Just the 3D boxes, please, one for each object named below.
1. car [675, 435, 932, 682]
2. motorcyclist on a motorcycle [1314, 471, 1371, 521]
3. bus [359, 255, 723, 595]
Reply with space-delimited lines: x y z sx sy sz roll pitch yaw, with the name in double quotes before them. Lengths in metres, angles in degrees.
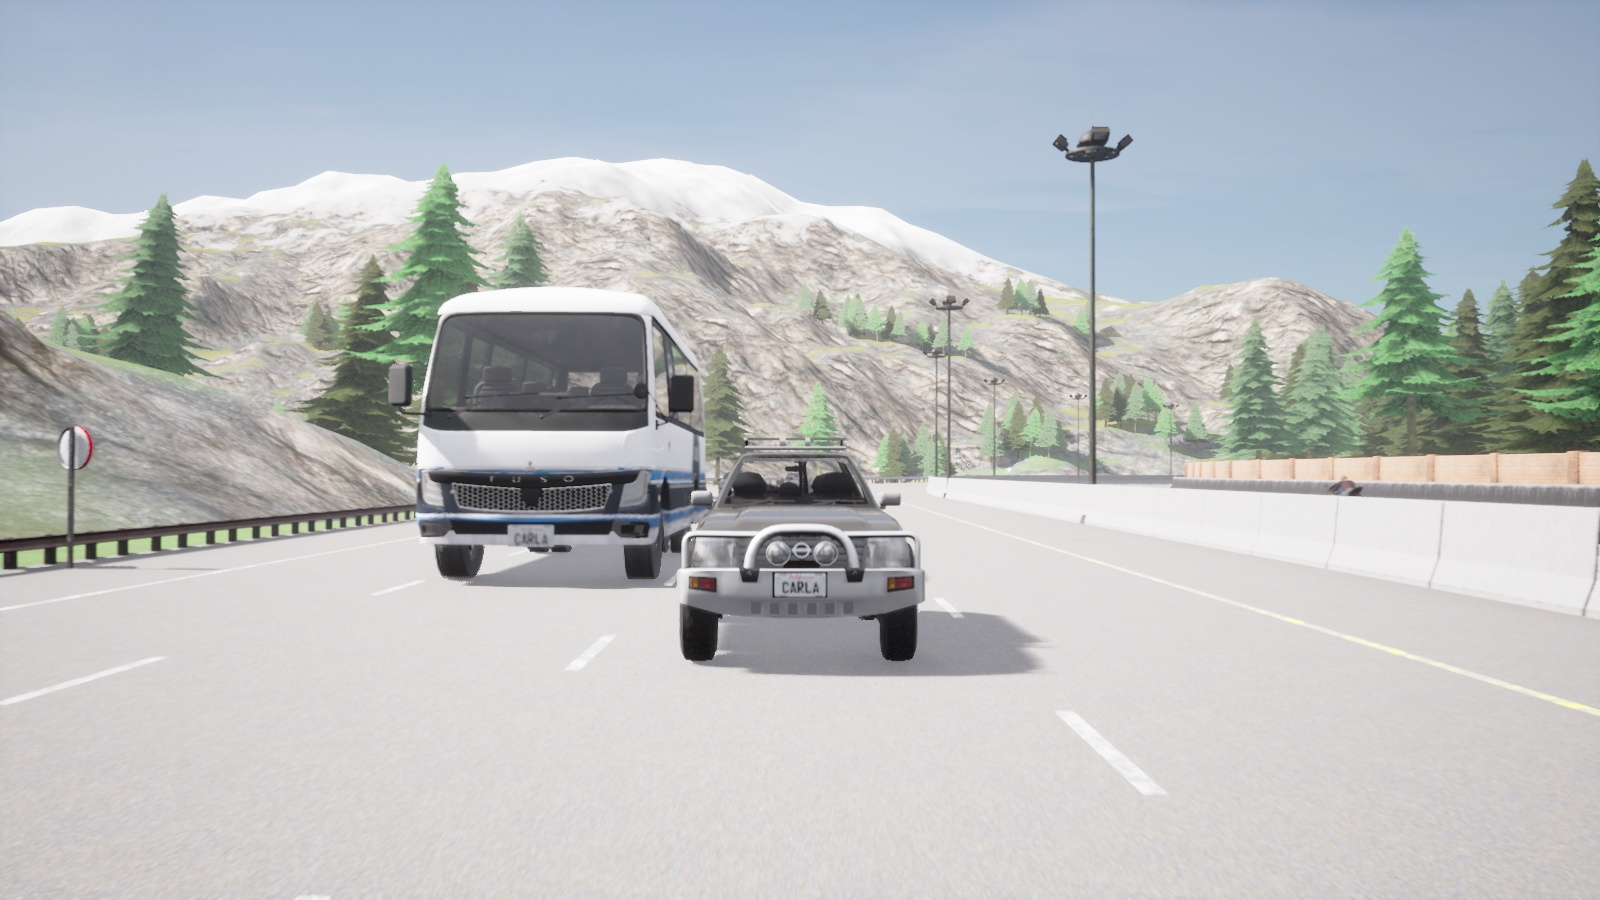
"car" -0.045 0.826 11.792 1.932 1.855 4.605 0 0 -2
"motorcyclist on a motorcycle" 17.402 1.456 40.375 0.866 1.530 2.191 0 -1 0
"bus" -3.556 -0.198 20.890 3.944 4.253 10.273 0 -1 0
